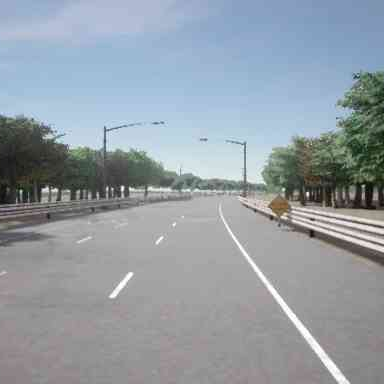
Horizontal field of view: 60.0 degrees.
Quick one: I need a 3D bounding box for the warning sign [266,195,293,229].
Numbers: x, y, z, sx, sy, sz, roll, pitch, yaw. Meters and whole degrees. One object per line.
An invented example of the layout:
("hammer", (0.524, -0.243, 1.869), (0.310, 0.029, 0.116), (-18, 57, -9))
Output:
("warning sign", (4.950, 1.090, 18.898), (1.300, 1.860, 1.060), (0, 0, 2))
